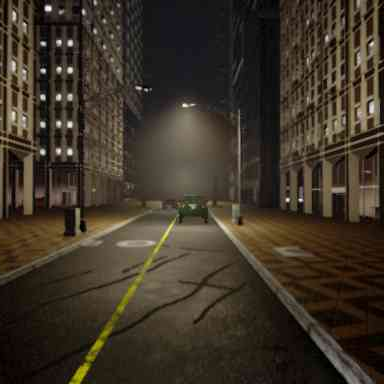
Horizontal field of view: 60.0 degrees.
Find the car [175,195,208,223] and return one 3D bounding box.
[{"bbox_3d":[0.096,1.220,26.034,2.150,2.045,5.566,0,0,0],"label":"car"}]

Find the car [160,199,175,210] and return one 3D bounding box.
[{"bbox_3d":[-2.758,1.566,42.216,1.812,1.442,4.674,0,0,0],"label":"car"}]

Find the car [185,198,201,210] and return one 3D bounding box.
[{"bbox_3d":[0.091,1.567,43.146,1.994,1.385,4.181,0,0,0],"label":"car"}]
